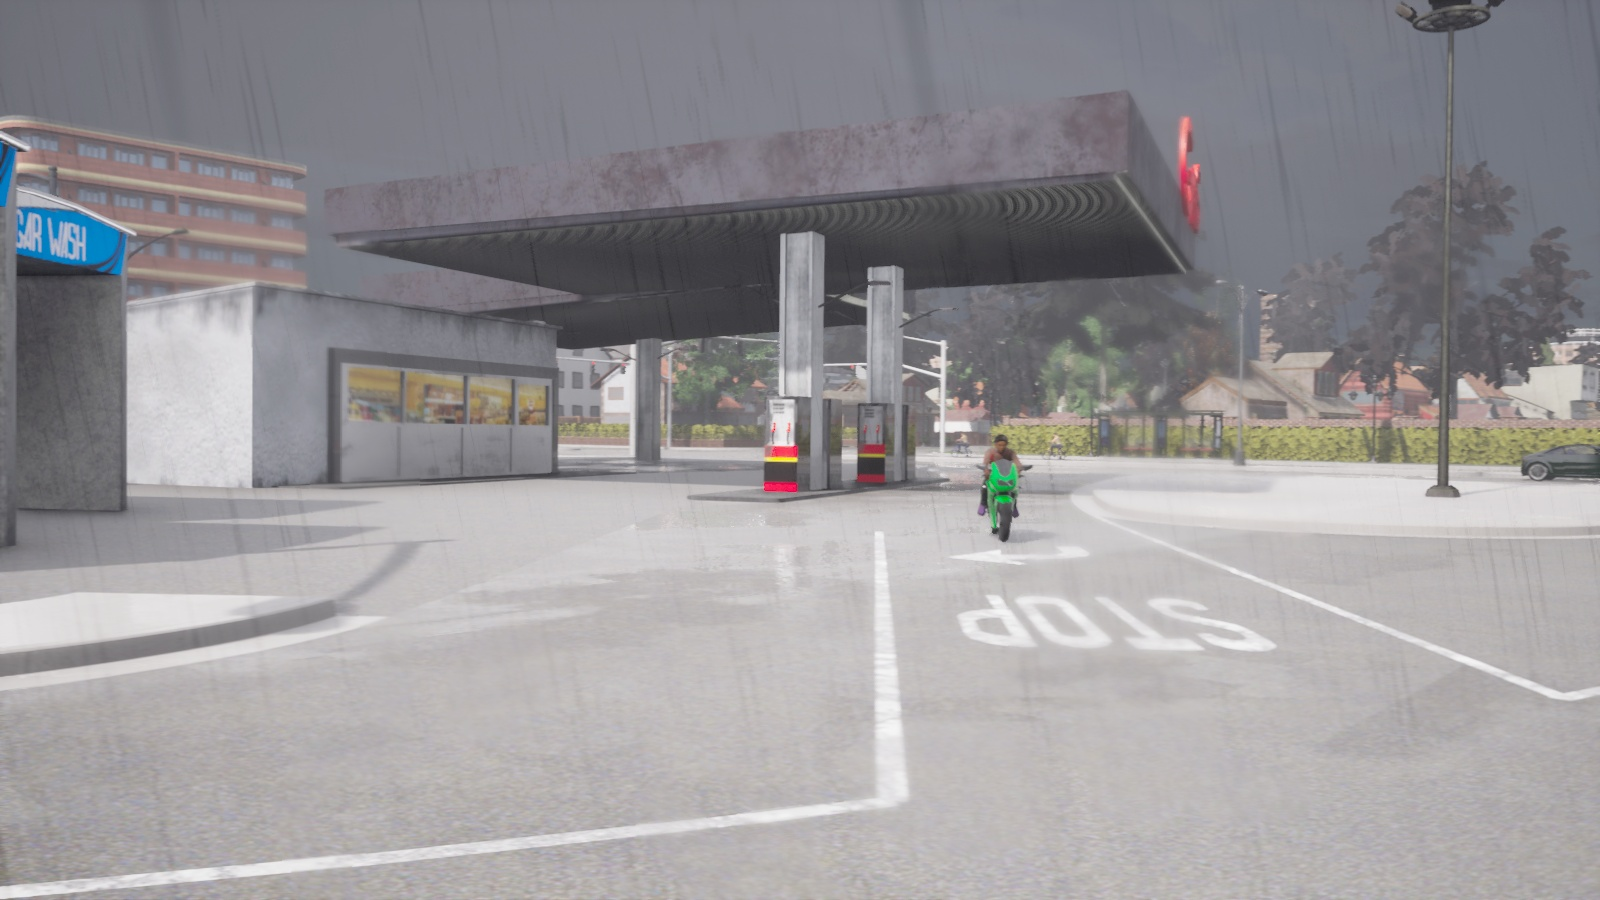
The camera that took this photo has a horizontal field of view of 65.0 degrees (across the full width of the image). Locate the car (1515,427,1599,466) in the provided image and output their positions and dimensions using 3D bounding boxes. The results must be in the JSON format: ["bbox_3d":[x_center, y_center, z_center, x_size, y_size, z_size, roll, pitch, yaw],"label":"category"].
[{"bbox_3d":[28.386,-0.143,45.318,4.181,1.385,1.994,0,1,41],"label":"car"}]

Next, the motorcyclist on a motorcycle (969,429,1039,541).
[{"bbox_3d":[2.940,0.471,18.272,0.797,1.523,2.044,-1,0,4],"label":"motorcyclist on a motorcycle"}]
